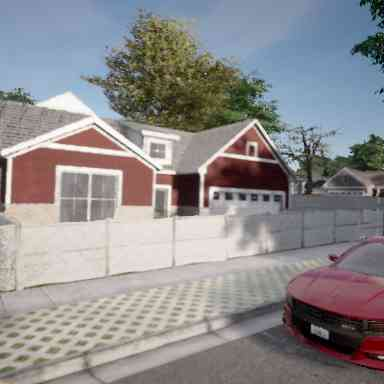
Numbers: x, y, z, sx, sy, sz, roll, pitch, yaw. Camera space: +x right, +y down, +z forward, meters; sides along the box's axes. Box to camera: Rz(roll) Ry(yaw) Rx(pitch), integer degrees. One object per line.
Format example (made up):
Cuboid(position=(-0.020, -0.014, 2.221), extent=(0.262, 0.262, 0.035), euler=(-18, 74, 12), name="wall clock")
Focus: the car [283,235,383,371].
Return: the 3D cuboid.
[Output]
Cuboid(position=(3.656, 1.518, 5.678), extent=(5.008, 1.535, 1.882), euler=(0, 0, -36), name="car")
